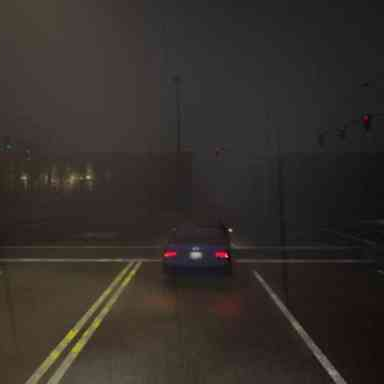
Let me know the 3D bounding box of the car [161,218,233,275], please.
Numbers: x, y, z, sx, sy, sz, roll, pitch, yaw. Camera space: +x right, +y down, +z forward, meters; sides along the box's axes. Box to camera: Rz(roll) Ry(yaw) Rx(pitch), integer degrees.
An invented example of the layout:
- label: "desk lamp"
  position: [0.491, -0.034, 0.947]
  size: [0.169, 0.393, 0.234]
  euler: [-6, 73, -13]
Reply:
- label: "car"
  position: [0.281, 1.517, 10.303]
  size: [2.033, 1.411, 5.357]
  euler: [0, 0, 4]
